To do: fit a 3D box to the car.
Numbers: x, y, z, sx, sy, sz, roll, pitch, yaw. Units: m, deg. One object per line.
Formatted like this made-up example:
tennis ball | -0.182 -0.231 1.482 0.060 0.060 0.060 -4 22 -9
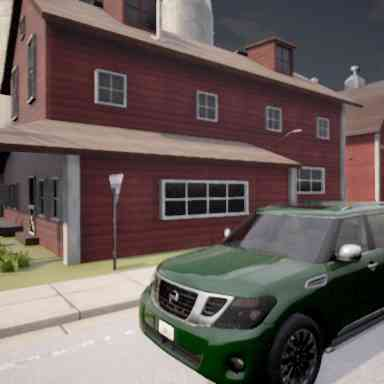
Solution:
car | 1.925 1.201 5.422 5.566 2.045 2.150 0 0 -37
